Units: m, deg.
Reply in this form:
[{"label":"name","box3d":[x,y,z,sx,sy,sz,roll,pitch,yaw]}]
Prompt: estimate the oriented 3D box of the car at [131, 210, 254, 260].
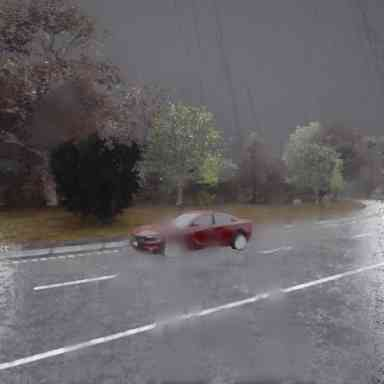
[{"label":"car","box3d":[0.133,1.464,12.641,5.008,1.535,1.882,0,0,-35]}]
